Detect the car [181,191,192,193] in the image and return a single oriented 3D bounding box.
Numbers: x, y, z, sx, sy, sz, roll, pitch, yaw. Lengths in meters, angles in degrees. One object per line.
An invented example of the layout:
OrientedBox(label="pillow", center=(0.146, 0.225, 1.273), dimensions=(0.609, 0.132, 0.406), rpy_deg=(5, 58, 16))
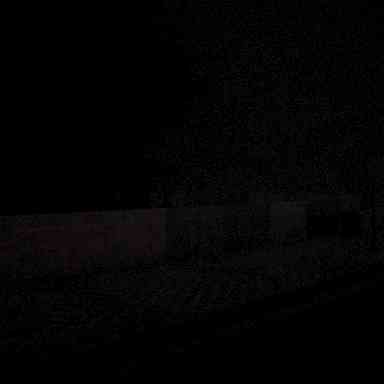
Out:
OrientedBox(label="car", center=(-1.193, 0.591, 53.888), dimensions=(2.033, 1.411, 5.357), rpy_deg=(0, 1, -35))

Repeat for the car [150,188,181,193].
OrientedBox(label="car", center=(-4.335, 0.533, 53.401), dimensions=(2.128, 1.511, 4.902), rpy_deg=(0, 1, -35))

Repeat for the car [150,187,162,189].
OrientedBox(label="car", center=(-7.276, 0.127, 62.210), dimensions=(2.150, 2.045, 5.566), rpy_deg=(0, 1, -36))
